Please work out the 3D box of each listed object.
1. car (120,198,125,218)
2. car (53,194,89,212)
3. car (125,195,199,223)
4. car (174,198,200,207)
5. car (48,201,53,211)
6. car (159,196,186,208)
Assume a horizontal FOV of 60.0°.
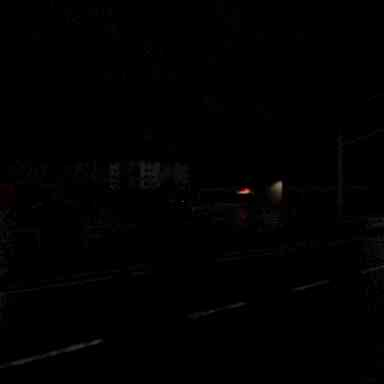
[{"bbox_3d":[-3.748,1.208,26.309,3.866,1.878,1.905,0,0,-35],"label":"car"},{"bbox_3d":[-15.120,1.208,42.302,3.866,1.878,1.905,0,0,-35],"label":"car"},{"bbox_3d":[-2.120,1.205,23.916,4.605,1.855,1.932,0,0,-35],"label":"car"},{"bbox_3d":[-0.848,1.731,53.778,1.895,1.301,4.718,0,0,-34],"label":"car"},{"bbox_3d":[-16.786,1.448,44.670,3.806,1.475,1.970,0,0,-35],"label":"car"},{"bbox_3d":[-2.981,1.467,50.670,2.097,1.767,4.553,0,0,-34],"label":"car"}]
